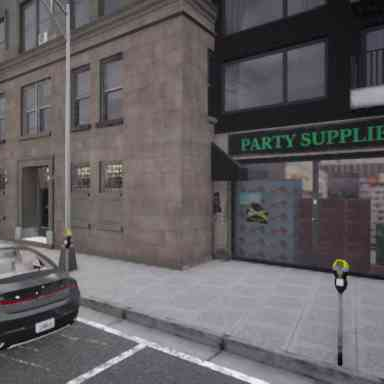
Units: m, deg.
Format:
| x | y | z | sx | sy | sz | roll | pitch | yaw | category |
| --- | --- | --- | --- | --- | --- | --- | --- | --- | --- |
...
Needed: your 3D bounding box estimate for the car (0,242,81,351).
| x | y | z | sx | sy | sz | roll | pitch | yaw | category |
| --- | --- | --- | --- | --- | --- | --- | --- | --- | --- |
| -3.747 | 1.551 | 5.714 | 4.403 | 1.369 | 2.008 | 0 | 0 | 35 | car |
